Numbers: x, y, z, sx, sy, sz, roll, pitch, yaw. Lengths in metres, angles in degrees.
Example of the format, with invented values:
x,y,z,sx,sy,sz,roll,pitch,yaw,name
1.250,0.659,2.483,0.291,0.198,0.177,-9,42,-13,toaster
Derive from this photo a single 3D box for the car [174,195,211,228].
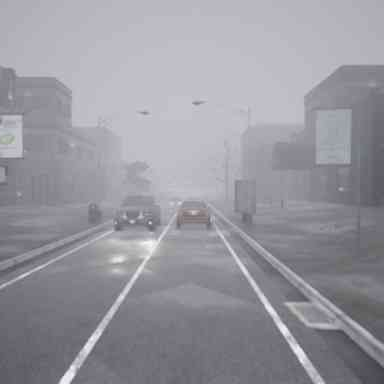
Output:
x,y,z,sx,sy,sz,roll,pitch,yaw,name
0.095,1.285,21.980,2.097,1.767,4.553,0,0,0,car

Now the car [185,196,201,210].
x,y,z,sx,sy,sz,roll,pitch,yaw,name
0.092,1.301,40.419,1.837,1.490,4.892,0,0,0,car

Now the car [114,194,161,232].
x,y,z,sx,sy,sz,roll,pitch,yaw,name
-3.103,1.166,20.058,2.150,2.045,5.566,0,0,0,car

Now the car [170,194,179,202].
x,y,z,sx,sy,sz,roll,pitch,yaw,name
-3.028,1.148,62.840,1.812,1.442,4.674,0,1,0,car
